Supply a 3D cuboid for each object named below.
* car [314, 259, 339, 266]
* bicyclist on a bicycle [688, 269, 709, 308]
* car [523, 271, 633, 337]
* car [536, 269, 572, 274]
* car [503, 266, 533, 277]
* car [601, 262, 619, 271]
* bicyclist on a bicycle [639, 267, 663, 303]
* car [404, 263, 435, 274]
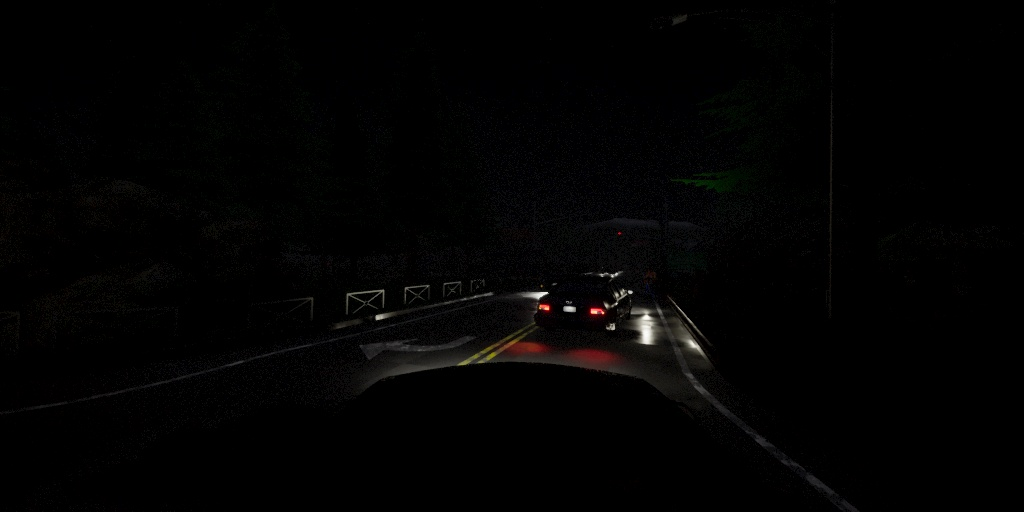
[{"bbox_3d":[-26.142,1.288,52.666,4.553,1.767,2.097,0,-1,25],"label":"car"},{"bbox_3d":[7.863,1.363,15.105,1.656,1.620,0.582,1,-1,-34],"label":"bicyclist on a bicycle"},{"bbox_3d":[2.296,1.283,10.276,2.033,1.411,5.357,1,-1,24],"label":"car"},{"bbox_3d":[3.076,1.479,22.376,1.994,1.385,4.181,1,-1,20],"label":"car"},{"bbox_3d":[1.068,1.876,42.415,4.181,1.385,1.994,1,-1,20],"label":"car"},{"bbox_3d":[15.578,1.988,57.916,2.097,1.767,4.553,1,-1,20],"label":"car"},{"bbox_3d":[6.417,1.351,16.486,1.656,1.620,0.582,1,-1,-31],"label":"bicyclist on a bicycle"},{"bbox_3d":[-12.867,1.661,47.393,5.357,1.411,2.033,1,-1,20],"label":"car"}]
